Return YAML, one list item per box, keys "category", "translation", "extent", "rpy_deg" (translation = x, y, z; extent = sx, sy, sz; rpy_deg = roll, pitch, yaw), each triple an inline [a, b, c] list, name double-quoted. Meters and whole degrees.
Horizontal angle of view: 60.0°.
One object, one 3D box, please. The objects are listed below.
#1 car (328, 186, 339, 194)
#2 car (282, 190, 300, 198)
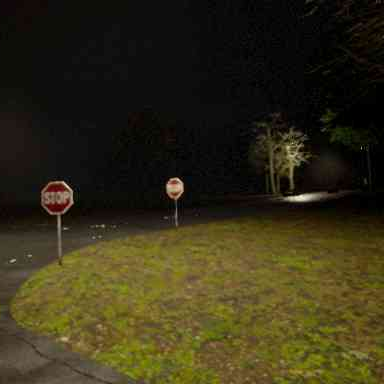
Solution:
- category: "car"
  translation: [30.074, -0.486, 70.703]
  extent: [2.128, 1.511, 4.902]
  rpy_deg: [-3, 0, 28]
- category: "car"
  translation: [18.500, 0.263, 61.906]
  extent: [2.033, 1.411, 5.357]
  rpy_deg: [-3, 0, 35]
